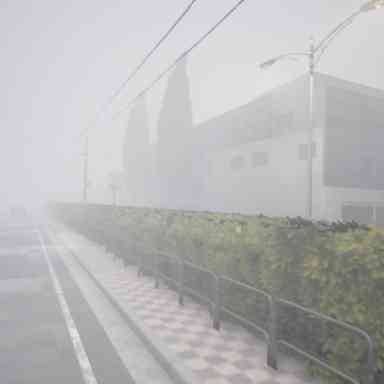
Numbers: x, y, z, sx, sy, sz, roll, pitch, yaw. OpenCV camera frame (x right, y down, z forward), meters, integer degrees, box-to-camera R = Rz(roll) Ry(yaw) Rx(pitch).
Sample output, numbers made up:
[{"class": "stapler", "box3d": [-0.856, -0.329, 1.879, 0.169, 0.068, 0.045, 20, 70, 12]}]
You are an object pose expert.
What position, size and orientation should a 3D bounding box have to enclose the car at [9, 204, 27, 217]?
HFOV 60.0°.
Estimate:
[{"class": "car", "box3d": [-22.150, 2.332, 42.399, 2.128, 1.511, 4.902, 3, -2, -26]}]
